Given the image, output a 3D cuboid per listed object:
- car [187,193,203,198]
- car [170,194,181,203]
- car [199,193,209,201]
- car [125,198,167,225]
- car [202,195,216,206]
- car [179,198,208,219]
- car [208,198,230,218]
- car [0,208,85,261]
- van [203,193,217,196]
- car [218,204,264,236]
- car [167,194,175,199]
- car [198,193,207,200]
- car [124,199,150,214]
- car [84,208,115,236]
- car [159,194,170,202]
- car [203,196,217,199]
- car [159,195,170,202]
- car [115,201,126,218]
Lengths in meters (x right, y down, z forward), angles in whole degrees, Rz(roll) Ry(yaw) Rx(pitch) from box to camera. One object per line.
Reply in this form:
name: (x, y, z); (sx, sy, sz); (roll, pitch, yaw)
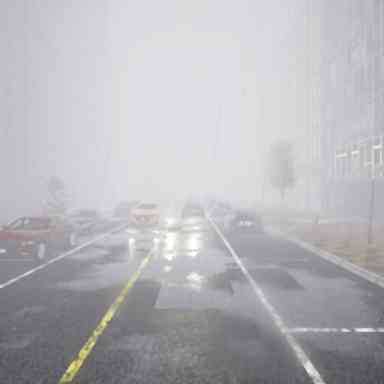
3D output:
car: (0.051, 1.248, 45.075); (2.097, 1.767, 4.553); (0, 0, 0)
car: (-3.032, 1.357, 65.196); (1.812, 1.442, 4.674); (0, 0, 1)
car: (2.677, 1.116, 74.834); (2.192, 1.841, 5.009); (0, 0, 0)
car: (-3.105, 1.428, 23.521); (1.882, 1.535, 5.008); (0, 0, 0)
car: (2.681, 1.315, 52.066); (1.967, 1.590, 4.097); (0, 0, 0)
car: (0.093, 1.503, 28.686); (1.994, 1.385, 4.181); (0, 0, 0)
car: (2.686, 1.503, 29.297); (1.947, 1.339, 4.313); (0, 0, 0)
car: (-5.691, 1.521, 12.225); (1.887, 1.381, 4.507); (0, 0, 0)
van: (2.683, 1.233, 46.375); (1.690, 1.788, 3.998); (0, 0, 0)
car: (2.688, 1.529, 17.913); (1.947, 1.339, 4.313); (0, 0, 0)
car: (-5.709, 1.291, 91.922); (2.008, 1.369, 4.403); (0, 0, 0)
car: (2.674, 1.076, 86.219); (2.192, 1.841, 5.009); (0, 0, 0)
car: (-5.696, 1.489, 34.996); (1.947, 1.339, 4.313); (0, 0, 0)
car: (-5.693, 1.545, 17.919); (1.802, 1.307, 4.206); (0, 0, 0)
car: (-5.702, 1.365, 63.289); (1.752, 1.417, 4.829); (0, 0, 0)
car: (2.683, 1.474, 40.681); (1.947, 1.339, 4.313); (0, 0, 0)
car: (-5.704, 1.371, 69.153); (2.008, 1.369, 4.403); (0, 0, 0)
car: (-5.695, 1.482, 29.304); (1.887, 1.381, 4.507); (0, 0, 0)
